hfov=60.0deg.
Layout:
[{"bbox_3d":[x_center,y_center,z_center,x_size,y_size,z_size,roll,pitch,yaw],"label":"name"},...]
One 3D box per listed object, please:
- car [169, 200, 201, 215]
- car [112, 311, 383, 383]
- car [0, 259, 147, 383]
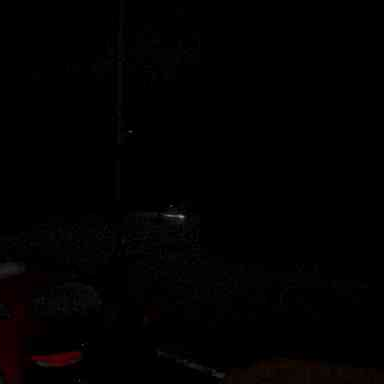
[{"bbox_3d":[-0.678,1.715,39.252,2.097,1.767,4.553,1,0,36],"label":"car"},{"bbox_3d":[2.011,1.523,1.355,4.829,1.417,1.752,0,1,36],"label":"car"},{"bbox_3d":[-2.354,1.592,4.469,4.206,1.307,1.802,0,1,36],"label":"car"}]
